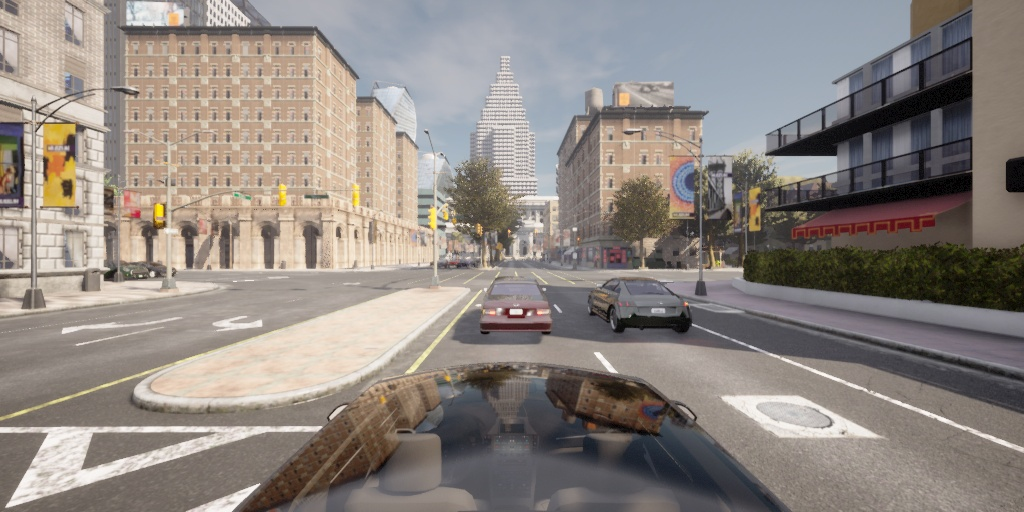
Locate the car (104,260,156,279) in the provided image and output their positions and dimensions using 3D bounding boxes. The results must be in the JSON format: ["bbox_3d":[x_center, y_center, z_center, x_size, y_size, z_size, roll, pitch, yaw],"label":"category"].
[{"bbox_3d":[-33.352,1.101,30.026,4.553,1.767,2.097,0,0,0],"label":"car"}]

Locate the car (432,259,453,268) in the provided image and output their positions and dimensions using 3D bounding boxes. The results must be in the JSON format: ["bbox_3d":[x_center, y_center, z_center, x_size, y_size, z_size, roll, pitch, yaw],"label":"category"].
[{"bbox_3d":[-11.634,1.274,60.276,1.812,1.442,4.674,0,0,0],"label":"car"}]

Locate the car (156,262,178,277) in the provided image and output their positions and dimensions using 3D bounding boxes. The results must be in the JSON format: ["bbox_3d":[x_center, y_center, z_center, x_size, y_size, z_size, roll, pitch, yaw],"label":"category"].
[{"bbox_3d":[-34.195,1.254,33.522,4.892,1.490,1.837,0,0,0],"label":"car"}]

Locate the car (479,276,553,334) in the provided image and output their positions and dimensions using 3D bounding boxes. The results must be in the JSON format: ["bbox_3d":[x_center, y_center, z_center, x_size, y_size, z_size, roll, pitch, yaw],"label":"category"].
[{"bbox_3d":[0.091,1.297,10.541,2.033,1.411,5.357,0,0,0],"label":"car"}]

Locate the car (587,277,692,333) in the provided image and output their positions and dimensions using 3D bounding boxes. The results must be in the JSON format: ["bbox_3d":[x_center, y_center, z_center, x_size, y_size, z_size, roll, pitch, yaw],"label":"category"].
[{"bbox_3d":[3.588,1.314,10.801,1.994,1.385,4.181,0,0,0],"label":"car"}]

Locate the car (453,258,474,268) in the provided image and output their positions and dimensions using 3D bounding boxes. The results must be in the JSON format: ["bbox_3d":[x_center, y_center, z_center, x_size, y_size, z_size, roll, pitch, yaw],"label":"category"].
[{"bbox_3d":[-8.133,1.349,60.398,1.895,1.301,4.718,0,0,0],"label":"car"}]
